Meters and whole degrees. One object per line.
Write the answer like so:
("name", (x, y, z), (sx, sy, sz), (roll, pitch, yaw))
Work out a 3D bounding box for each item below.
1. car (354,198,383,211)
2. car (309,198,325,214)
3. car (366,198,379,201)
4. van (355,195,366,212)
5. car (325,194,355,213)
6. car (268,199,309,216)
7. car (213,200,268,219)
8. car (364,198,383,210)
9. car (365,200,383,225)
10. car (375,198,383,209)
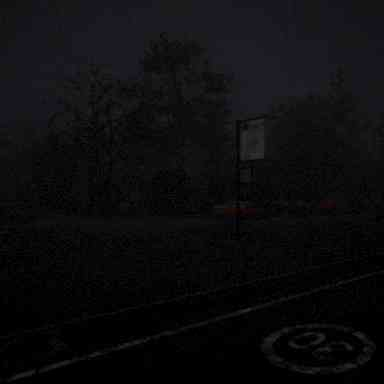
("car", (24.369, 1.585, 43.626), (1.946, 1.575, 5.366), (1, 0, -36))
("car", (10.657, 1.505, 34.081), (2.002, 1.452, 4.674), (0, 0, -35))
("car", (21.996, 1.605, 42.157), (2.002, 1.452, 4.674), (1, 0, -36))
("van", (17.393, 1.293, 39.019), (1.878, 1.987, 4.442), (0, 0, -35))
("car", (15.213, 1.373, 37.284), (2.185, 1.767, 4.553), (1, 0, -35))
("car", (8.385, 1.452, 32.468), (2.097, 1.535, 5.008), (0, 0, -35))
("car", (3.854, 1.439, 29.232), (2.097, 1.535, 5.008), (0, 0, -35))
("car", (26.532, 1.612, 45.392), (2.097, 1.535, 5.008), (1, 0, -36))
("car", (13.687, 1.444, 20.174), (2.231, 1.521, 4.892), (0, 0, -35))
("car", (28.812, 1.665, 46.991), (2.163, 1.488, 4.792), (1, 0, -36))
